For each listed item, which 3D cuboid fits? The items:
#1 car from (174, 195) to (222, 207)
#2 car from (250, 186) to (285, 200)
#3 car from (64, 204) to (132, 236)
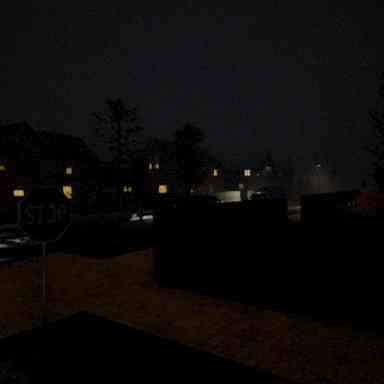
[{"bbox_3d":[0.529,0.982,25.134,1.837,1.490,4.892,-1,1,36],"label":"car"},{"bbox_3d":[8.241,0.383,35.892,2.150,2.045,5.566,-1,1,36],"label":"car"},{"bbox_3d":[-5.357,1.321,16.917,1.895,1.301,4.718,-1,1,36],"label":"car"}]
